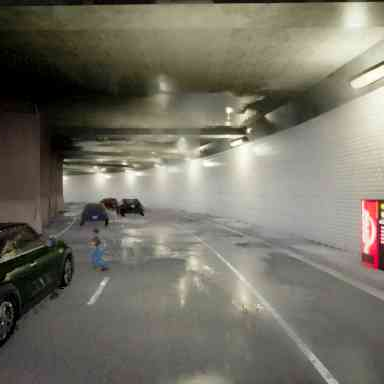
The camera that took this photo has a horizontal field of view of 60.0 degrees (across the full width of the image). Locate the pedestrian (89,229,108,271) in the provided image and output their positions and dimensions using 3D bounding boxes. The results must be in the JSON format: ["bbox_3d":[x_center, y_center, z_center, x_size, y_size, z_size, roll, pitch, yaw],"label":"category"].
[{"bbox_3d":[-2.641,1.574,9.471,0.375,1.300,0.375,0,0,-6],"label":"pedestrian"}]

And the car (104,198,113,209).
[{"bbox_3d":[-10.620,1.478,42.623,1.882,1.535,5.008,0,0,-28],"label":"car"}]

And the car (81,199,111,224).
[{"bbox_3d":[-7.160,1.525,24.525,1.812,1.442,4.674,0,0,-16],"label":"car"}]

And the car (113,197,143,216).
[{"bbox_3d":[-6.173,1.352,32.538,2.097,1.767,4.553,0,0,-20],"label":"car"}]

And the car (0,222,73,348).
[{"bbox_3d":[-3.853,1.352,6.369,2.097,1.767,4.553,0,0,-4],"label":"car"}]

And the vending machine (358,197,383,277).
[{"bbox_3d":[5.399,1.195,9.249,1.100,2.100,0.880,0,0,-6],"label":"vending machine"}]
